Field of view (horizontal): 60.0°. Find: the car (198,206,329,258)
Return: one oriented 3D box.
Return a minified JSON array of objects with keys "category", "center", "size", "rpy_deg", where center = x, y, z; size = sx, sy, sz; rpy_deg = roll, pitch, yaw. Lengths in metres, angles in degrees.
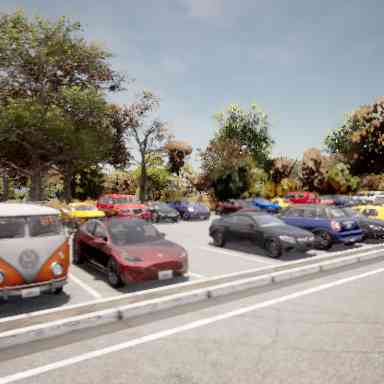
[{"category":"car","center":[2.530,1.502,12.938],"size":[2.002,1.452,4.674],"rpy_deg":[0,0,-35]}]

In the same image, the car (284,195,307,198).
[{"category":"car","center":[8.405,1.348,33.331],"size":[1.946,1.575,5.366],"rpy_deg":[0,0,-35]}]

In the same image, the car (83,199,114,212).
[{"category":"car","center":[-7.310,1.478,22.003],"size":[2.097,1.535,5.008],"rpy_deg":[0,0,-35]}]

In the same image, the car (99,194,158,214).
[{"category":"car","center":[-5.016,1.210,23.584],"size":[2.435,2.045,5.566],"rpy_deg":[0,0,-35]}]

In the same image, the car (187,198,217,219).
[{"category":"car","center":[-0.501,1.300,26.848],"size":[2.185,1.767,4.553],"rpy_deg":[0,0,-35]}]

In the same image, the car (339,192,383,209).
[{"category":"car","center":[22.242,0.983,42.917],"size":[2.435,2.045,5.566],"rpy_deg":[0,0,-35]}]

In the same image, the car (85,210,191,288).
[{"category":"car","center":[-1.998,1.525,9.700],"size":[2.163,1.488,4.792],"rpy_deg":[0,0,-35]}]

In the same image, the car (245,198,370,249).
[{"category":"car","center":[4.821,1.320,14.516],"size":[2.185,1.767,4.553],"rpy_deg":[0,0,-35]}]

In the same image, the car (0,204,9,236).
[{"category":"car","center":[-11.852,1.511,18.781],"size":[2.097,1.535,5.008],"rpy_deg":[0,0,-35]}]

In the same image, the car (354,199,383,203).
[{"category":"car","center":[9.243,1.405,17.906],"size":[1.946,1.575,5.366],"rpy_deg":[0,0,-35]}]

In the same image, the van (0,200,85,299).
[{"category":"van","center":[-4.273,1.287,7.984],"size":[1.878,1.987,4.442],"rpy_deg":[0,0,-35]}]

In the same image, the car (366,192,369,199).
[{"category":"car","center":[19.865,1.129,41.240],"size":[2.185,1.767,4.553],"rpy_deg":[0,0,-35]}]

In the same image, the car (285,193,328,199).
[{"category":"car","center":[10.769,1.081,34.808],"size":[2.435,2.045,5.566],"rpy_deg":[0,0,-35]}]

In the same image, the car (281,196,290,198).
[{"category":"car","center":[6.337,1.370,31.649],"size":[2.097,1.535,5.008],"rpy_deg":[0,0,-35]}]

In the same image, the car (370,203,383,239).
[{"category":"car","center":[7.074,1.428,16.154],"size":[2.231,1.521,4.892],"rpy_deg":[0,0,-35]}]

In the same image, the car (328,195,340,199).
[{"category":"car","center":[13.180,1.186,36.439],"size":[2.185,1.767,4.553],"rpy_deg":[0,0,-35]}]

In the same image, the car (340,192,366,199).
[{"category":"car","center":[17.591,1.148,39.633],"size":[2.185,1.767,4.553],"rpy_deg":[0,0,-35]}]

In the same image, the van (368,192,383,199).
[{"category":"van","center":[13.962,1.145,20.871],"size":[1.878,1.987,4.442],"rpy_deg":[0,0,-35]}]

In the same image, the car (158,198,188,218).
[{"category":"car","center":[-2.761,1.445,25.220],"size":[2.231,1.521,4.892],"rpy_deg":[0,0,-35]}]

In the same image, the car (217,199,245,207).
[{"category":"car","center":[4.082,1.418,30.012],"size":[2.163,1.488,4.792],"rpy_deg":[0,0,-35]}]

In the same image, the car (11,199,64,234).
[{"category":"car","center":[-9.563,1.369,20.366],"size":[2.185,1.767,4.553],"rpy_deg":[0,0,-35]}]

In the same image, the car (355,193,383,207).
[{"category":"car","center":[24.552,1.089,44.476],"size":[2.185,1.767,4.553],"rpy_deg":[0,0,-35]}]
